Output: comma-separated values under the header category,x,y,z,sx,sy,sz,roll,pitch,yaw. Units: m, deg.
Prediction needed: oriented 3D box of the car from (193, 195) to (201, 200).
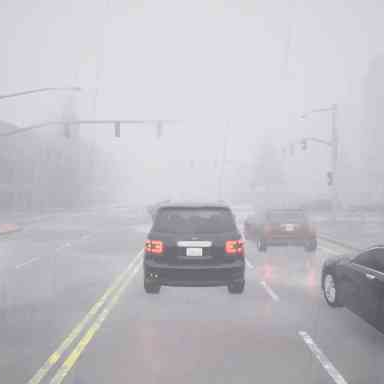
category,x,y,z,sx,sy,sz,roll,pitch,yaw
car,1.461,1.553,90.341,1.994,1.385,4.181,0,0,-1

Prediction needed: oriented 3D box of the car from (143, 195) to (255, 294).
category,x,y,z,sx,sy,sz,roll,pitch,yaw
car,0.053,1.221,8.960,2.150,2.045,5.566,0,0,0

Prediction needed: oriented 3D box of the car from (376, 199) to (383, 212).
category,x,y,z,sx,sy,sz,roll,pitch,yaw
car,24.174,1.547,37.801,5.357,1.411,2.033,0,0,-1

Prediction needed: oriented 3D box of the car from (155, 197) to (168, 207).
category,x,y,z,sx,sy,sz,roll,pitch,yaw
car,-4.704,1.526,51.917,1.812,1.442,4.674,0,0,-1

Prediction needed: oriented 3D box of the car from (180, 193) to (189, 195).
category,x,y,z,sx,sy,sz,roll,pitch,yaw
car,-1.795,1.496,80.194,1.837,1.490,4.892,0,0,-1

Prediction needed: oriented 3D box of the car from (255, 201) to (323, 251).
category,x,y,z,sx,sy,sz,roll,pitch,yaw
car,3.535,1.352,14.138,2.097,1.767,4.553,0,0,0

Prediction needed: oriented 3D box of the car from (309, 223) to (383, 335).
category,x,y,z,sx,sy,sz,roll,pitch,yaw
car,3.607,1.505,5.057,1.837,1.490,4.892,0,0,0

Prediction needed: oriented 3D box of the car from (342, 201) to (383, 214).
category,x,y,z,sx,sy,sz,roll,pitch,yaw
car,18.485,1.601,34.147,4.718,1.301,1.895,0,0,-2

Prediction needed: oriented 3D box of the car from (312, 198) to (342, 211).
category,x,y,z,sx,sy,sz,roll,pitch,yaw
car,14.435,1.505,37.539,4.892,1.490,1.837,0,0,-2

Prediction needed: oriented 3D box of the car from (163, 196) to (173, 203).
category,x,y,z,sx,sy,sz,roll,pitch,yaw
car,-5.079,1.553,71.188,1.994,1.385,4.181,0,0,-1

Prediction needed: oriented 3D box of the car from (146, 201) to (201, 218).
category,x,y,z,sx,sy,sz,roll,pitch,yaw
car,-1.656,1.526,29.581,4.674,1.442,1.812,0,0,-4

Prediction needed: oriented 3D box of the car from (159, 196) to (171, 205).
category,x,y,z,sx,sy,sz,roll,pitch,yaw
car,-4.904,1.478,61.307,1.882,1.535,5.008,0,0,-1
